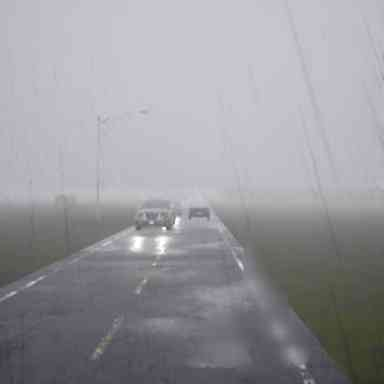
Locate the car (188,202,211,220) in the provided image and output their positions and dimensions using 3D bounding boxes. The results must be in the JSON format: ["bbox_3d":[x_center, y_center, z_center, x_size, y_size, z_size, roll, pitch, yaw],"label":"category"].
[{"bbox_3d":[0.677,1.675,30.688,1.882,1.535,5.008,0,0,2],"label":"car"}]

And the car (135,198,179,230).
[{"bbox_3d":[-2.309,1.447,22.213,2.150,2.045,5.566,0,0,1],"label":"car"}]

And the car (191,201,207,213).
[{"bbox_3d":[0.889,1.857,41.986,1.895,1.301,4.718,0,0,2],"label":"car"}]

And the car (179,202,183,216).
[{"bbox_3d":[-2.020,1.696,35.438,2.128,1.511,4.902,0,0,1],"label":"car"}]
